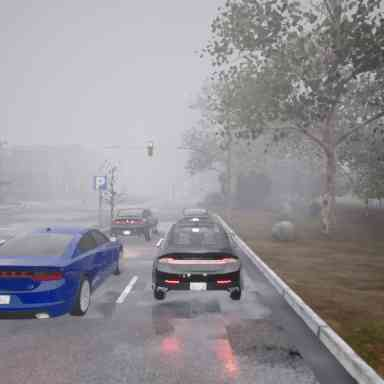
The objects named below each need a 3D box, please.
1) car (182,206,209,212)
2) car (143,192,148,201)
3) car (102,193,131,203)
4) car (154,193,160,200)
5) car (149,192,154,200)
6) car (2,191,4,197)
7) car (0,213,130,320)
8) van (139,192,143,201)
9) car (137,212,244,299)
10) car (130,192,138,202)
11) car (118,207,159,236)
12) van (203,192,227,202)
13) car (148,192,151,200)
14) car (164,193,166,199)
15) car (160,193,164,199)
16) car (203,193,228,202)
[{"bbox_3d":[0.185,1.530,17.879,1.837,1.490,4.892,0,0,0],"label":"car"},{"bbox_3d":[-12.962,1.319,73.714,4.892,1.521,2.231,-1,0,-14],"label":"car"},{"bbox_3d":[-14.402,1.356,61.760,4.792,1.488,2.163,-1,0,-15],"label":"car"},{"bbox_3d":[-11.393,1.355,85.692,4.674,1.452,2.002,-1,0,-12],"label":"car"},{"bbox_3d":[-12.213,1.356,79.710,4.674,1.452,2.002,-1,0,-13],"label":"car"},{"bbox_3d":[-31.128,0.135,52.639,2.002,1.452,4.674,6,-3,-19],"label":"car"},{"bbox_3d":[-2.886,1.487,7.534,1.882,1.535,5.008,0,0,0],"label":"car"},{"bbox_3d":[-13.192,1.091,70.743,4.442,1.987,1.878,-1,0,-14],"label":"van"},{"bbox_3d":[0.117,1.502,8.467,2.128,1.511,4.902,0,0,0],"label":"car"},{"bbox_3d":[-13.755,1.313,64.751,5.366,1.575,1.946,-1,0,-15],"label":"car"},{"bbox_3d":[-2.825,1.529,16.965,1.837,1.490,4.892,0,0,1],"label":"car"},{"bbox_3d":[4.328,1.040,64.341,4.442,1.987,1.878,1,0,-14],"label":"van"},{"bbox_3d":[-12.587,1.357,76.709,4.674,1.452,2.002,-1,0,-13],"label":"car"},{"bbox_3d":[-10.517,1.313,91.676,5.008,1.535,2.097,-1,0,-12],"label":"car"},{"bbox_3d":[-10.941,1.062,88.698,5.566,2.045,2.435,-1,0,-12],"label":"car"},{"bbox_3d":[4.713,1.139,67.311,4.553,1.767,2.185,1,0,-14],"label":"car"}]
